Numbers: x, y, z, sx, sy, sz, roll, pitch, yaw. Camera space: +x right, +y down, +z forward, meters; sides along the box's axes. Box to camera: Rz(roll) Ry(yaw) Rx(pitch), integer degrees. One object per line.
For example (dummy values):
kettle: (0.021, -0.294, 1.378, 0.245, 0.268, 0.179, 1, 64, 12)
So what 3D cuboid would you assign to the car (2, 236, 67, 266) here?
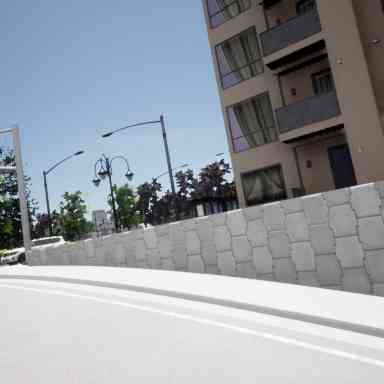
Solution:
car: (-14.129, 5.315, 30.275, 2.150, 2.045, 5.566, -14, -8, 35)
